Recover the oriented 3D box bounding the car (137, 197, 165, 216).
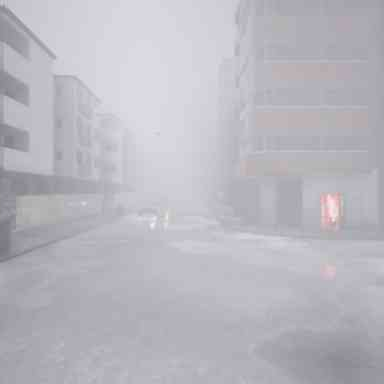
[{"bbox_3d":[-4.076,1.523,32.298,2.033,1.411,5.357,0,0,-1],"label":"car"}]

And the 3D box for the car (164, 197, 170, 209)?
[{"bbox_3d":[-4.034,1.472,45.683,1.837,1.490,4.892,0,0,0],"label":"car"}]
